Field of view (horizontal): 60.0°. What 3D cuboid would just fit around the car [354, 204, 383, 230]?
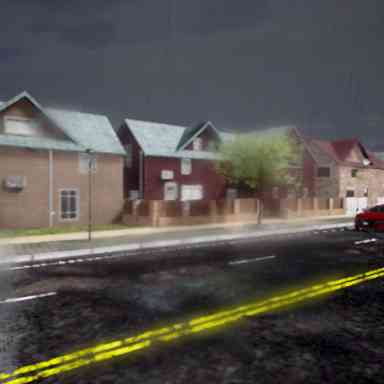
[{"bbox_3d":[11.720,1.487,20.020,5.008,1.535,1.882,0,0,-35],"label":"car"}]
